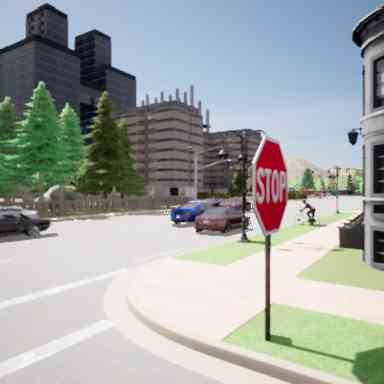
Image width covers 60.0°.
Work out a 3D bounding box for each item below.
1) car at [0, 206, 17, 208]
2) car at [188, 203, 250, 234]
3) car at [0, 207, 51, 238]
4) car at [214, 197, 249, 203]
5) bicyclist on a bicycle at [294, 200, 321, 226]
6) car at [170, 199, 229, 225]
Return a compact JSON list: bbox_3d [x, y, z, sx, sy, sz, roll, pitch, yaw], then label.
[{"bbox_3d":[-11.195,1.529,19.233,1.812,1.442,4.674,0,0,33],"label":"car"},{"bbox_3d":[1.874,1.585,19.650,1.994,1.385,4.181,0,0,33],"label":"car"},{"bbox_3d":[-9.311,1.610,15.749,1.895,1.301,4.718,0,0,33],"label":"car"},{"bbox_3d":[4.746,1.359,37.025,2.097,1.767,4.553,0,0,34],"label":"car"},{"bbox_3d":[7.238,1.328,20.950,1.656,1.620,0.582,0,0,33],"label":"bicyclist on a bicycle"},{"bbox_3d":[0.454,1.492,23.885,1.882,1.535,5.008,0,0,33],"label":"car"}]
